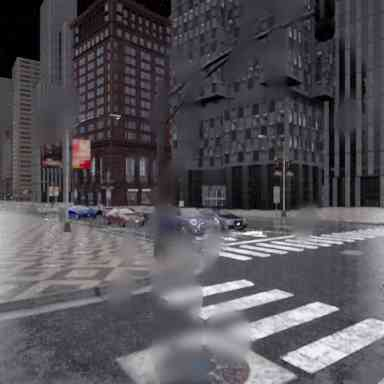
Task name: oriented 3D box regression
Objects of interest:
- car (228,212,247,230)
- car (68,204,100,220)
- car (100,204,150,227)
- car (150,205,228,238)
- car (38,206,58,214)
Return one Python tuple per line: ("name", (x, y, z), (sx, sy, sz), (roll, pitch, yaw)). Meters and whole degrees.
("car", (1.734, 1.860, 22.344), (1.994, 1.385, 4.181), (0, -1, -36))
("car", (-11.937, 2.137, 35.823), (1.882, 1.535, 5.008), (0, -1, -36))
("car", (-5.491, 1.975, 26.839), (1.812, 1.442, 4.674), (0, -1, -36))
("car", (-0.340, 1.635, 19.625), (2.097, 1.767, 4.553), (0, -1, -35))
("car", (-21.052, 2.626, 48.678), (1.895, 1.301, 4.718), (0, -1, -36))
